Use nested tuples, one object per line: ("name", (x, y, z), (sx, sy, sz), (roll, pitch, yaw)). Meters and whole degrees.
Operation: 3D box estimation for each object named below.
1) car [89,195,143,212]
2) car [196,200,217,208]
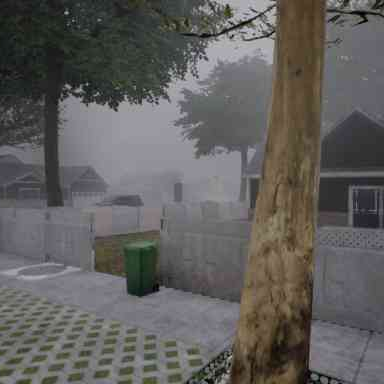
("car", (-6.789, 1.286, 30.015), (2.150, 2.045, 5.566), (1, 1, 35))
("car", (1.857, 1.690, 42.438), (1.994, 1.385, 4.181), (1, 0, 36))
